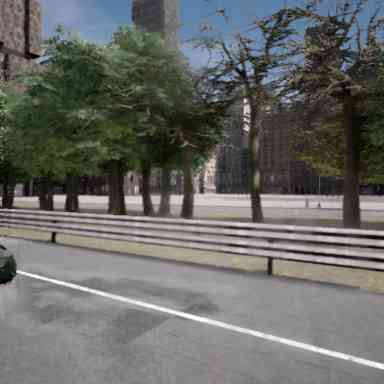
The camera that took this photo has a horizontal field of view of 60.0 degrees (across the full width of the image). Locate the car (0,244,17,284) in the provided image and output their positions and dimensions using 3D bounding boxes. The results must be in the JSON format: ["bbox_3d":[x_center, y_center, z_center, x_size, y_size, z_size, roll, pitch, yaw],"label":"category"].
[{"bbox_3d":[-6.237,1.563,8.272,4.181,1.385,1.994,0,0,35],"label":"car"}]
